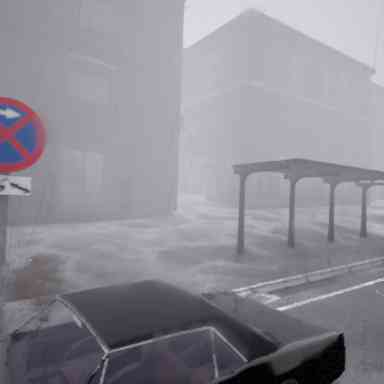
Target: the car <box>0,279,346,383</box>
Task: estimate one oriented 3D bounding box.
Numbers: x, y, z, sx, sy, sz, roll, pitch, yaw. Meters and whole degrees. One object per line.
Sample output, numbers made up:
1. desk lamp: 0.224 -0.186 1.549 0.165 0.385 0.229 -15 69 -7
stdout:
1. car: -0.835 1.607 2.813 4.718 1.301 1.895 1 0 -35
